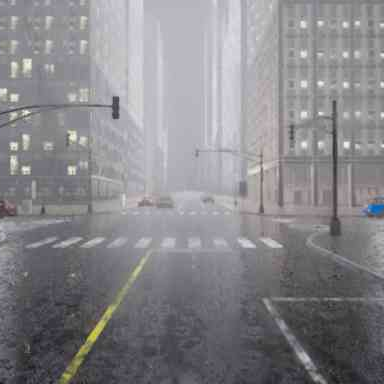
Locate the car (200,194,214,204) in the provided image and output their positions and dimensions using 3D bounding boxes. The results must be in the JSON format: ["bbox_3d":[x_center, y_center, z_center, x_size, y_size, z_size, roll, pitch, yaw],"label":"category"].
[{"bbox_3d":[2.686,1.156,53.660,1.802,1.307,4.206,1,0,0],"label":"car"}]

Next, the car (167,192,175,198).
[{"bbox_3d":[-5.705,0.812,92.621,1.887,1.381,4.507,1,0,0],"label":"car"}]

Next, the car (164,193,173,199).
[{"bbox_3d":[-5.701,0.899,81.470,1.887,1.381,4.507,1,0,0],"label":"car"}]

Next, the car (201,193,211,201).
[{"bbox_3d":[2.685,1.010,64.985,1.752,1.417,4.829,1,0,0],"label":"car"}]

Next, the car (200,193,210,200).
[{"bbox_3d":[2.682,1.008,70.393,1.947,1.339,4.313,1,0,0],"label":"car"}]

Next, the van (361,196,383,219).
[{"bbox_3d":[15.975,1.238,26.960,3.998,1.788,1.690,0,-1,0],"label":"van"}]

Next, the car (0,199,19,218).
[{"bbox_3d":[-16.500,1.283,27.023,4.097,1.590,1.967,0,-1,0],"label":"car"}]

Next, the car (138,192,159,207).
[{"bbox_3d":[-5.687,1.103,42.445,1.967,1.590,4.097,1,0,0],"label":"car"}]

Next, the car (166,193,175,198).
[{"bbox_3d":[-5.703,0.862,87.046,2.008,1.369,4.403,1,0,0],"label":"car"}]

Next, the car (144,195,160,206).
[{"bbox_3d":[-5.692,1.201,48.021,1.802,1.307,4.206,1,0,0],"label":"car"}]

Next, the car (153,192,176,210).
[{"bbox_3d":[-3.011,1.209,38.381,1.882,1.535,5.008,0,2,0],"label":"car"}]

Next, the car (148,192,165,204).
[{"bbox_3d":[-5.688,0.890,53.594,2.192,1.841,5.009,1,0,0],"label":"car"}]
